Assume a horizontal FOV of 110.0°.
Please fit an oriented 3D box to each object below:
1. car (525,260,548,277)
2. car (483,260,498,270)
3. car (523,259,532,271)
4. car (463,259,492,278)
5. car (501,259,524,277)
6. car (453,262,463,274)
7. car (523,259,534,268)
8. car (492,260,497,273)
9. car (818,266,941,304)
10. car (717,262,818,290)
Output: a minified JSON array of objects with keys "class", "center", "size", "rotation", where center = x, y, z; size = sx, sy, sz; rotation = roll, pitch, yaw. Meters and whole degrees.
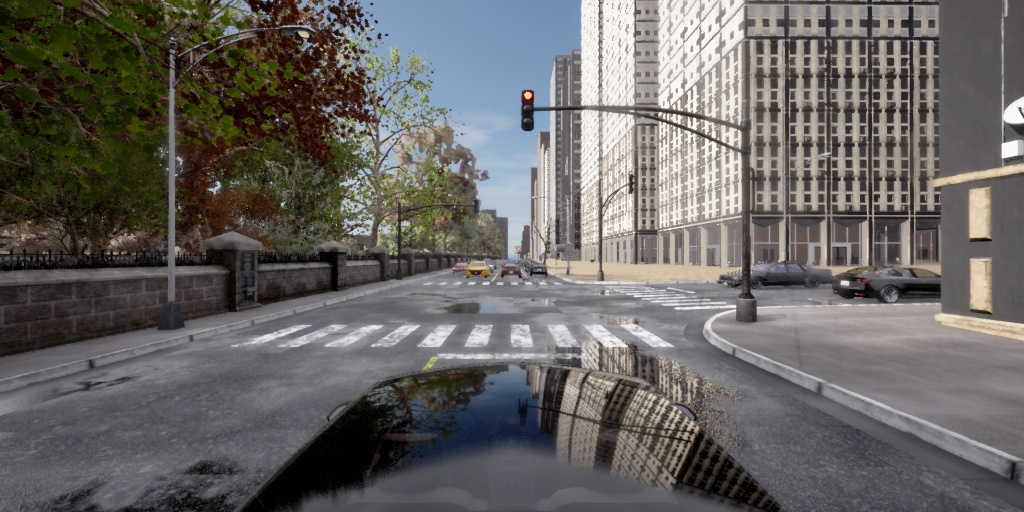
[{"class":"car","center":[2.583,1.331,36.092],"size":[1.948,1.339,4.313],"rotation":[0,0,0]},{"class":"car","center":[-3.253,1.329,54.881],"size":[2.033,1.411,5.357],"rotation":[0,0,0]},{"class":"car","center":[2.566,1.335,41.725],"size":[1.948,1.339,4.313],"rotation":[0,0,0]},{"class":"car","center":[-3.199,1.241,34.263],"size":[1.882,1.535,5.008],"rotation":[0,0,0]},{"class":"car","center":[-0.058,1.289,34.956],"size":[1.812,1.442,4.674],"rotation":[0,0,0]},{"class":"car","center":[-5.815,1.351,41.699],"size":[1.802,1.307,4.207],"rotation":[0,0,0]},{"class":"car","center":[2.952,1.297,64.406],"size":[1.837,1.490,4.892],"rotation":[0,0,0]},{"class":"car","center":[-3.228,1.372,44.326],"size":[1.895,1.301,4.718],"rotation":[0,0,0]},{"class":"car","center":[14.649,1.026,13.547],"size":[4.313,1.339,1.948],"rotation":[0,0,0]},{"class":"car","center":[14.141,1.041,19.337],"size":[5.357,1.411,2.033],"rotation":[-1,0,0]}]
